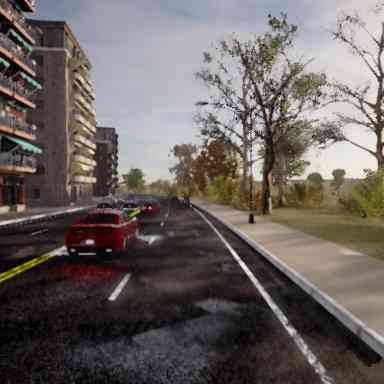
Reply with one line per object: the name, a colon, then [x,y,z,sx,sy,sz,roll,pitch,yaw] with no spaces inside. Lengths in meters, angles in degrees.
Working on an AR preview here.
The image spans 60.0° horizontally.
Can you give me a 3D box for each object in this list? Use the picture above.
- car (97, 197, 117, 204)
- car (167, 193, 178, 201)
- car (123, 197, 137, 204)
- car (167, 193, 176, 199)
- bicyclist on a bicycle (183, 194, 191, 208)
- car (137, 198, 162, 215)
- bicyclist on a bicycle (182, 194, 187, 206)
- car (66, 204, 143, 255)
car: [-11.345,1.400,44.662,2.033,1.411,5.357,0,0,-3]
car: [-4.056,1.266,74.247,2.033,1.411,5.357,0,0,-6]
car: [-8.107,1.395,44.947,2.033,1.411,5.357,0,0,-3]
car: [-5.415,0.970,86.292,1.882,1.535,5.008,0,0,-8]
bicyclist on a bicycle: [-0.437,1.302,42.093,0.582,1.620,1.656,0,0,-4]
car: [-3.990,1.452,32.841,1.994,1.385,4.181,0,0,-3]
bicyclist on a bicycle: [-1.119,1.181,51.986,0.659,1.776,1.843,0,0,-4]
car: [-3.310,1.436,13.092,1.882,1.535,5.008,0,0,-1]
